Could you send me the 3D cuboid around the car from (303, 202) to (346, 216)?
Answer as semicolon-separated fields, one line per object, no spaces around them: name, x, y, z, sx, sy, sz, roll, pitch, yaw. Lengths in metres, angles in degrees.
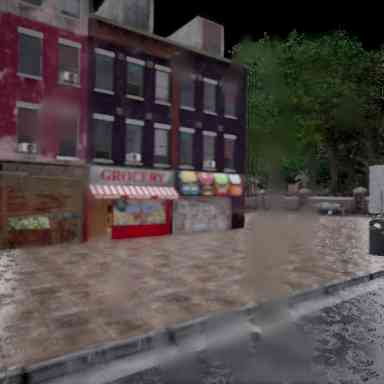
car;13.675;1.763;34.634;2.008;1.369;4.403;1;-1;-36
